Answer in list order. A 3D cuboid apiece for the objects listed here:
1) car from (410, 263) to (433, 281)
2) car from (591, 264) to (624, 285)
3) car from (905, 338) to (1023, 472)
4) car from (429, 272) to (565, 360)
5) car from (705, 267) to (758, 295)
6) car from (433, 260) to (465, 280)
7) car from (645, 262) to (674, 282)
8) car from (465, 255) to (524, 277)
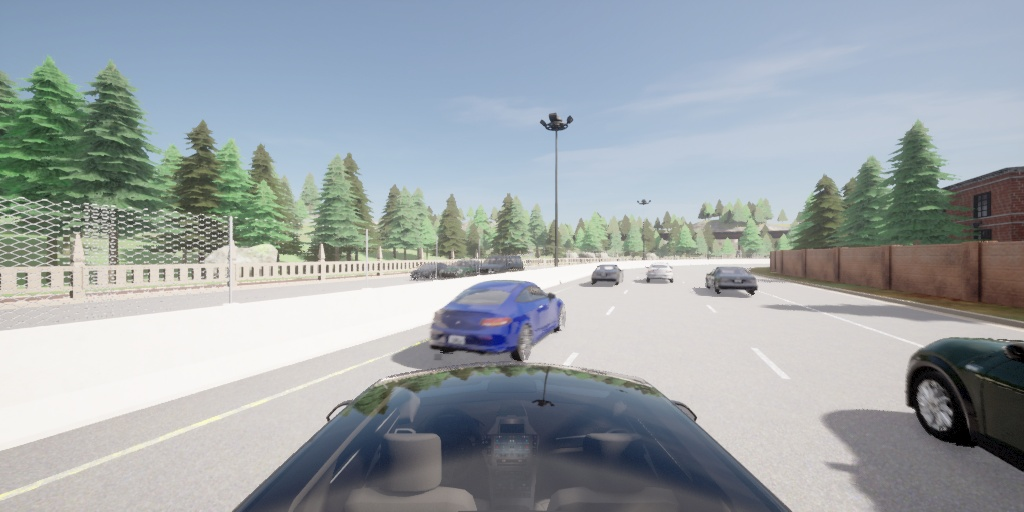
[{"bbox_3d":[-6.625,1.275,30.233,1.812,1.442,4.674,0,0,22],"label":"car"},{"bbox_3d":[7.005,1.297,26.081,2.033,1.411,5.357,0,0,22],"label":"car"},{"bbox_3d":[5.010,1.102,2.203,2.097,1.767,4.553,0,0,22],"label":"car"},{"bbox_3d":[-0.092,1.276,8.301,1.812,1.442,4.674,0,0,22],"label":"car"},{"bbox_3d":[12.161,1.297,20.115,2.033,1.411,5.357,0,0,22],"label":"car"},{"bbox_3d":[-3.775,1.102,27.899,2.097,1.767,4.553,0,0,22],"label":"car"},{"bbox_3d":[11.768,1.275,28.586,1.812,1.442,4.674,0,0,22],"label":"car"},{"bbox_3d":[-0.869,0.971,25.766,2.150,2.045,5.566,0,0,22],"label":"car"}]
